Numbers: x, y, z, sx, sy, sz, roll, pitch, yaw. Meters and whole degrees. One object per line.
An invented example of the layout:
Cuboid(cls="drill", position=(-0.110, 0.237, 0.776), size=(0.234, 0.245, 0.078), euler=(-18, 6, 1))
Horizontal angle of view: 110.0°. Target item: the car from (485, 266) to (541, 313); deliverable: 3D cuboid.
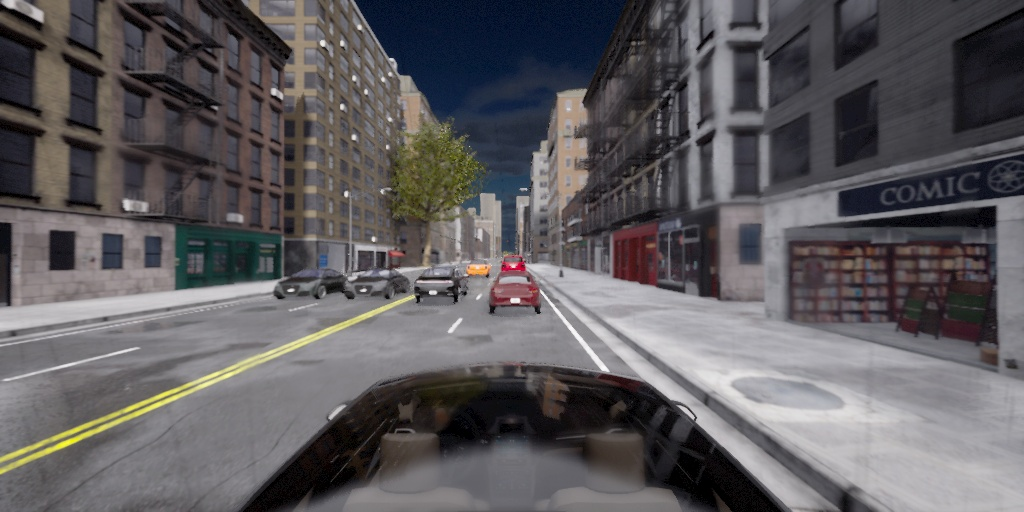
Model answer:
Cuboid(cls="car", position=(0.106, 1.276, 13.924), size=(1.812, 1.442, 4.674), euler=(0, 0, 0))

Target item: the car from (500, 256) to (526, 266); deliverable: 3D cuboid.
Cuboid(cls="car", position=(0.114, 0.976, 32.234), size=(2.150, 2.045, 5.566), euler=(0, 0, 0))

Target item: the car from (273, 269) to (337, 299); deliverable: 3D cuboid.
Cuboid(cls="car", position=(-9.742, 1.328, 17.789), size=(1.994, 1.385, 4.181), euler=(0, 0, 0))

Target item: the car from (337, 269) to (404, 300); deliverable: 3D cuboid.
Cuboid(cls="car", position=(-6.494, 1.321, 17.663), size=(1.994, 1.385, 4.181), euler=(0, 0, 0))

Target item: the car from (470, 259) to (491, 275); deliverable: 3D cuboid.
Cuboid(cls="car", position=(-3.134, 1.108, 34.696), size=(2.097, 1.767, 4.553), euler=(0, 0, 0))

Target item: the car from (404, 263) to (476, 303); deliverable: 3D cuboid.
Cuboid(cls="car", position=(-3.142, 1.243, 16.697), size=(2.128, 1.511, 4.902), euler=(0, 0, 0))
